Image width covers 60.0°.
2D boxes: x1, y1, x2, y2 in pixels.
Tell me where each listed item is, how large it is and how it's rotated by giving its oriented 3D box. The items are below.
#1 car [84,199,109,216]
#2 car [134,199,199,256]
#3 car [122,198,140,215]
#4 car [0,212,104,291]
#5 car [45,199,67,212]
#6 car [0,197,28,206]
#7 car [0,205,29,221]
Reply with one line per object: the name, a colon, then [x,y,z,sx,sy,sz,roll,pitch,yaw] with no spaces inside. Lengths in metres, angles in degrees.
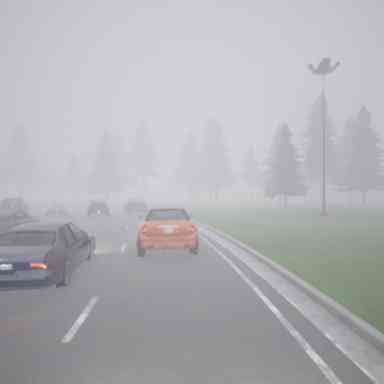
car: [-8.776,1.393,30.659,1.837,1.490,4.892,0,0,-20]
car: [-1.057,1.289,13.159,2.097,1.767,4.553,0,0,-8]
car: [-5.728,1.339,32.856,1.882,1.535,5.008,0,0,-19]
car: [-3.961,1.521,9.073,2.033,1.411,5.357,0,0,-6]
car: [-13.167,1.429,32.238,1.812,1.442,4.674,0,0,-24]
car: [-16.279,1.281,30.579,2.097,1.767,4.553,-1,0,-22]
car: [-8.404,1.530,15.184,1.994,1.385,4.181,0,0,-9]
